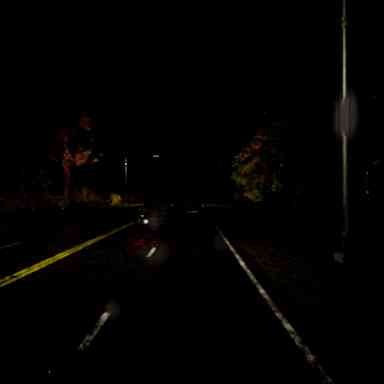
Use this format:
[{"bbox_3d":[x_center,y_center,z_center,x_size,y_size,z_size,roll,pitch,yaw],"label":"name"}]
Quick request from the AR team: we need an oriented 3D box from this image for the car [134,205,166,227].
[{"bbox_3d":[-3.050,1.724,24.601,1.837,1.490,4.892,0,0,0],"label":"car"}]
